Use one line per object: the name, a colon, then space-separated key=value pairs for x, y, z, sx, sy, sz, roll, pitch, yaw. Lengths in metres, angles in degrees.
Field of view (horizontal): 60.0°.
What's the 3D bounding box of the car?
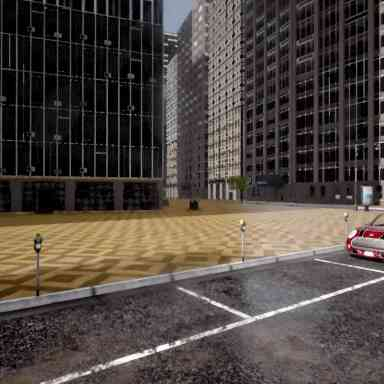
car: x=7.237 y=1.438 z=11.716 sx=4.097 sy=1.590 sz=1.967 roll=0 pitch=0 yaw=-35
